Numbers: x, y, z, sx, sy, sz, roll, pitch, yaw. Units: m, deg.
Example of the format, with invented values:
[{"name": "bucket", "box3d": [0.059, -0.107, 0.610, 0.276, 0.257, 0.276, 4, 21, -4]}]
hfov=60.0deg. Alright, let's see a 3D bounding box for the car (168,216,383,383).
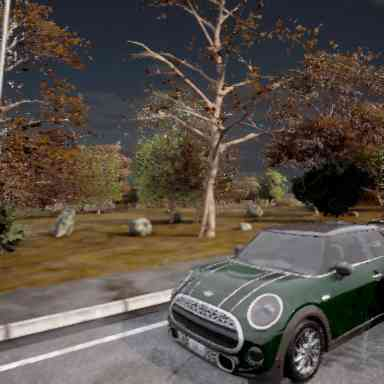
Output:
[{"name": "car", "box3d": [1.823, 1.359, 5.589, 4.553, 1.767, 2.097, 0, 0, -38]}]
